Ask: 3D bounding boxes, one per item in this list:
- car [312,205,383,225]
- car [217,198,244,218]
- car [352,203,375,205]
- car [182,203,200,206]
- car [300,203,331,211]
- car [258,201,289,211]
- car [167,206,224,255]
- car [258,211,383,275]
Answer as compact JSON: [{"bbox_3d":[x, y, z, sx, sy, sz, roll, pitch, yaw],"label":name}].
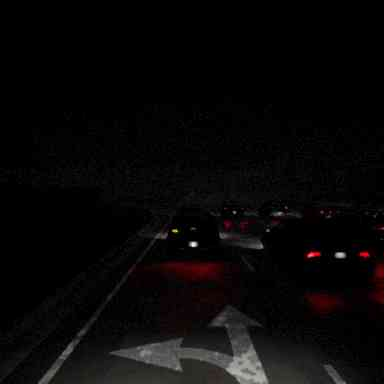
[{"bbox_3d":[7.067,1.492,13.846,2.128,1.511,4.902,0,0,0],"label":"car"},{"bbox_3d":[3.571,1.526,30.124,1.812,1.442,4.674,0,0,0],"label":"car"},{"bbox_3d":[14.058,1.602,27.681,1.895,1.301,4.718,0,0,0],"label":"car"},{"bbox_3d":[-0.099,1.600,27.692,1.895,1.301,4.718,0,0,-2],"label":"car"},{"bbox_3d":[10.558,1.603,27.681,1.895,1.301,4.718,0,0,0],"label":"car"},{"bbox_3d":[7.065,1.494,29.118,2.128,1.511,4.902,0,0,0],"label":"car"},{"bbox_3d":[0.065,1.503,13.342,1.837,1.490,4.892,0,-1,0],"label":"car"},{"bbox_3d":[3.541,1.548,10.417,2.033,1.411,5.357,0,0,0],"label":"car"}]
